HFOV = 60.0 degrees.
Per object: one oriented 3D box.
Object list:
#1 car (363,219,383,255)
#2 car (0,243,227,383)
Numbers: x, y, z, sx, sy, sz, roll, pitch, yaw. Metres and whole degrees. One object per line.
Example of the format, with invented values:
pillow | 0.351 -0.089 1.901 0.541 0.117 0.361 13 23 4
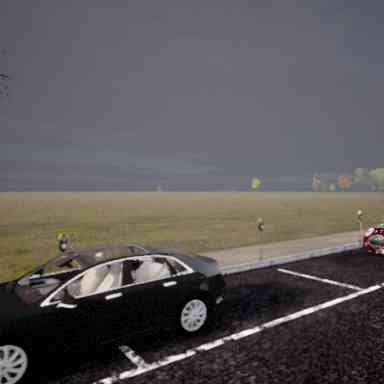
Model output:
car | 7.759 1.355 11.619 4.097 1.590 1.967 0 1 -35
car | -1.448 1.540 5.056 4.403 1.369 2.008 0 1 -35
